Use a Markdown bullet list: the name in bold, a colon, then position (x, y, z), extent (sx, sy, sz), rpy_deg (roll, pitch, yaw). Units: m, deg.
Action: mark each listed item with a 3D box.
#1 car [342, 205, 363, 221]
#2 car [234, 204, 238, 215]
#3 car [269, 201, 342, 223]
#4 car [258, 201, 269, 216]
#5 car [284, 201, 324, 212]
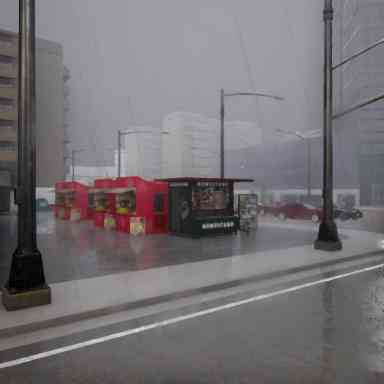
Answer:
- **car**: position (12.238, 1.672, 28.434), extent (1.994, 1.385, 4.181), rpy_deg (0, -1, -35)
- **car**: position (3.558, 1.750, 34.446), extent (1.812, 1.442, 4.674), rpy_deg (0, -1, -36)
- **car**: position (9.011, 1.589, 26.889), extent (1.882, 1.535, 5.008), rpy_deg (0, -1, -38)
- **car**: position (6.961, 1.689, 35.710), extent (1.882, 1.535, 5.008), rpy_deg (0, -1, -36)
- **car**: position (14.559, 1.835, 43.418), extent (1.895, 1.301, 4.718), rpy_deg (0, -1, -36)
